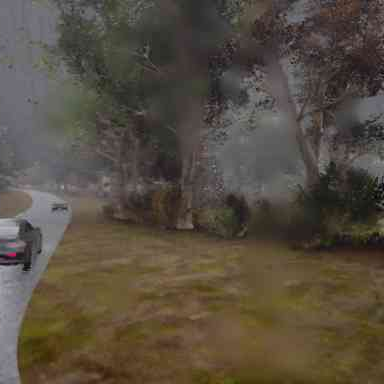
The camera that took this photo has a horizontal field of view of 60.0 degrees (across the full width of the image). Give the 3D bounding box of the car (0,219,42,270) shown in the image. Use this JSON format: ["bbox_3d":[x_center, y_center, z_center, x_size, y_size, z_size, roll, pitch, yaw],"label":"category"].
[{"bbox_3d":[-6.070,1.607,10.895,1.812,1.442,4.674,1,-1,-19],"label":"car"}]

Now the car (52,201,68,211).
[{"bbox_3d":[-17.383,1.783,43.739,1.895,1.301,4.718,-1,1,-21],"label":"car"}]
